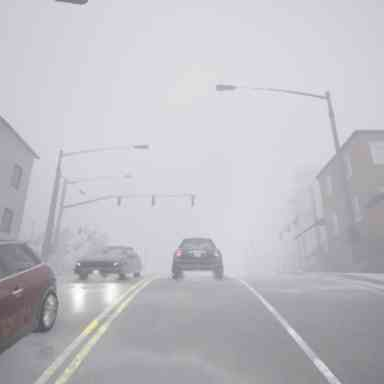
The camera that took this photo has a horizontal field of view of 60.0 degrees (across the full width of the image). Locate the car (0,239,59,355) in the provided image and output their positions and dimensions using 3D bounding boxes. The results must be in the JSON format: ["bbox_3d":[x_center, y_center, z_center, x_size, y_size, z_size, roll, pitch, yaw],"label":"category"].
[{"bbox_3d":[-3.564,1.487,4.361,2.097,1.767,4.553,0,-4,1],"label":"car"}]

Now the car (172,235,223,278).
[{"bbox_3d":[0.266,3.069,15.622,2.097,1.767,4.553,0,-13,1],"label":"car"}]

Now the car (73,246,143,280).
[{"bbox_3d":[-3.421,3.095,14.798,2.033,1.411,5.357,0,-12,2],"label":"car"}]
